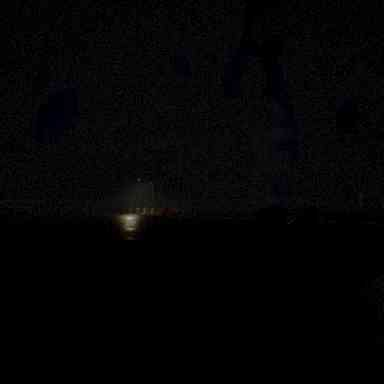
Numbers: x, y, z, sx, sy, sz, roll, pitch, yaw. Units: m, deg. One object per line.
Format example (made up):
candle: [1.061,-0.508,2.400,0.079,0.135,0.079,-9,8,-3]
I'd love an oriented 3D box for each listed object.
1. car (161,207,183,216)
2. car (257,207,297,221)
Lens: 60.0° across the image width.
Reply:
car: [-3.391,3.259,55.641,1.882,1.535,5.008,1,-3,-35]
car: [9.505,2.458,37.422,1.837,1.490,4.892,2,-3,-35]
